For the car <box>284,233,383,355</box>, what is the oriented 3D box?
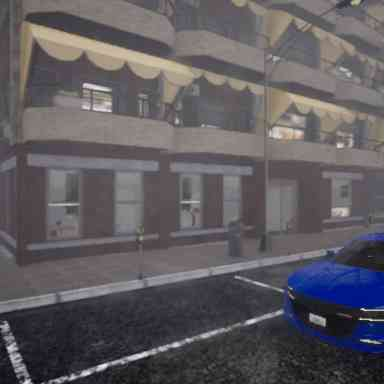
[{"bbox_3d":[3.778,1.522,6.080,5.008,1.535,1.882,1,0,-36],"label":"car"}]
